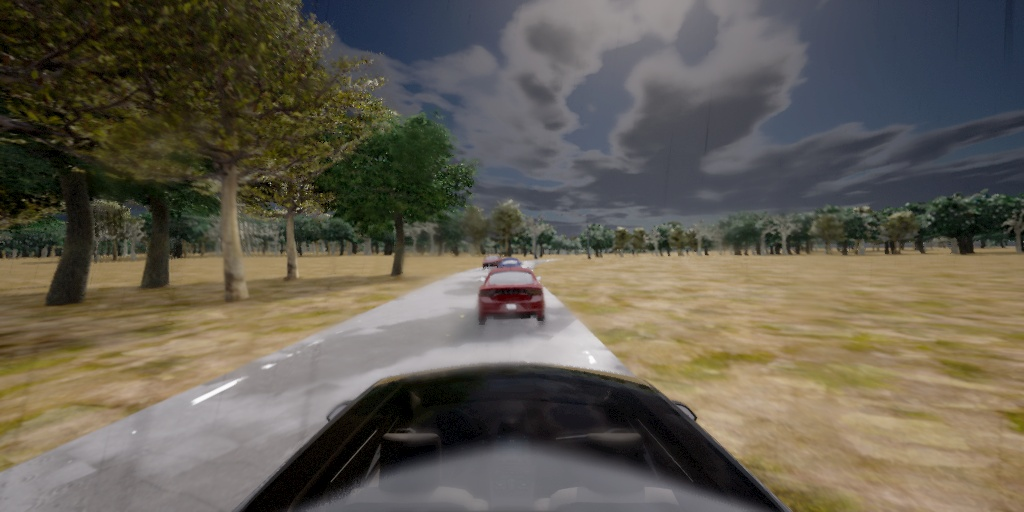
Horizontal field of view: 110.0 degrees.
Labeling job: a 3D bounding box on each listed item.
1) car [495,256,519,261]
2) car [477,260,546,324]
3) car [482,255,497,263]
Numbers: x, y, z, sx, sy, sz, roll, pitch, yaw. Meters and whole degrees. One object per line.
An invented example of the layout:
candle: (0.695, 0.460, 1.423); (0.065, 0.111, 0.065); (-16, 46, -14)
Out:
car: (-0.095, 0.874, 28.123); (1.812, 1.442, 4.674); (-1, 1, 1)
car: (-0.030, 1.096, 11.612); (1.882, 1.535, 5.008); (-1, 1, 0)
car: (-2.300, 0.661, 42.652); (1.882, 1.535, 5.008); (-2, 1, 7)
